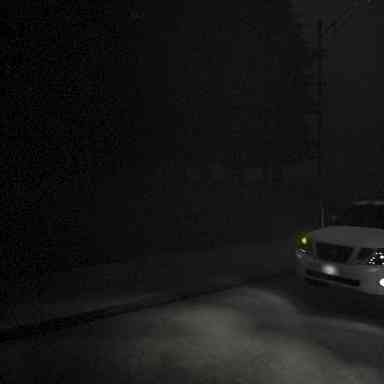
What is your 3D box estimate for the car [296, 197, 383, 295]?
[{"bbox_3d":[4.956,1.165,8.140,5.566,2.045,2.150,0,0,-35],"label":"car"}]
